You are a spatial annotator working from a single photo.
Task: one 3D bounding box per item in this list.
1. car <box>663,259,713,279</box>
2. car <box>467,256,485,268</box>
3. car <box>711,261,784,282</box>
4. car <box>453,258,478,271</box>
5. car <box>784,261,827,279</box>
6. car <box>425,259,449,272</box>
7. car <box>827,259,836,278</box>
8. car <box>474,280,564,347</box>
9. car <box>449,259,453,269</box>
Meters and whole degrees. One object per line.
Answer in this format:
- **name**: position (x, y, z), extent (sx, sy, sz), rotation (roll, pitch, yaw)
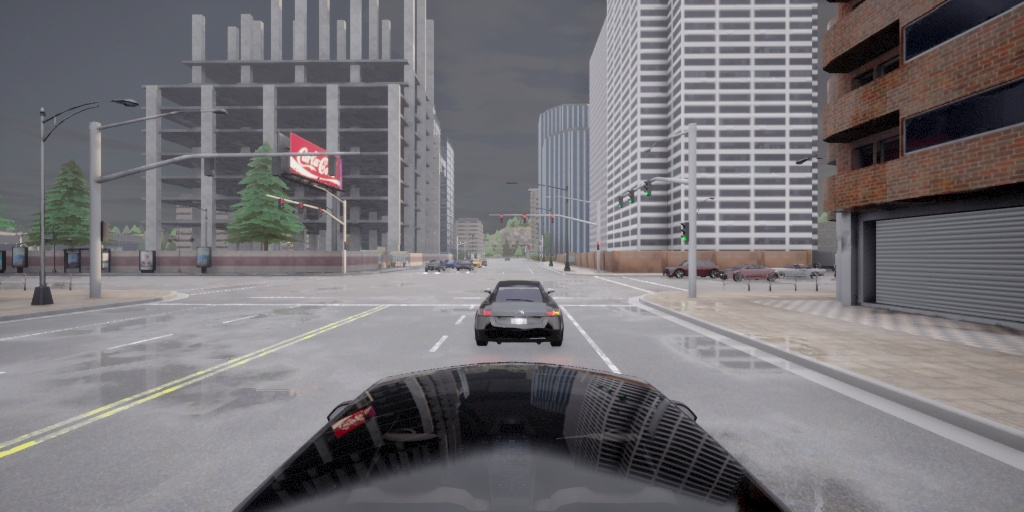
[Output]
- **car**: position (16.068, 1.102, 32.301), extent (4.553, 1.767, 2.097), rotation (0, 0, 1)
- **car**: position (-6.091, 1.228, 59.399), extent (1.882, 1.535, 5.008), rotation (0, 0, 1)
- **car**: position (18.793, 1.314, 28.767), extent (4.181, 1.385, 1.994), rotation (0, 0, 1)
- **car**: position (-6.290, 1.297, 49.090), extent (2.033, 1.411, 5.357), rotation (0, 0, 1)
- **car**: position (25.061, 1.351, 32.184), extent (4.718, 1.301, 1.895), rotation (0, 0, 1)
- **car**: position (-9.839, 1.255, 46.207), extent (1.837, 1.490, 4.892), rotation (0, 0, 1)
- **car**: position (28.679, 1.228, 28.630), extent (5.008, 1.535, 1.882), rotation (0, 0, 1)
- **car**: position (0.188, 1.314, 9.392), extent (1.994, 1.385, 4.181), rotation (0, 0, 1)
- **car**: position (-9.665, 1.228, 55.701), extent (1.882, 1.535, 5.008), rotation (0, 0, 1)
